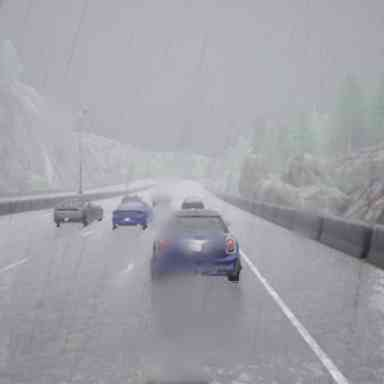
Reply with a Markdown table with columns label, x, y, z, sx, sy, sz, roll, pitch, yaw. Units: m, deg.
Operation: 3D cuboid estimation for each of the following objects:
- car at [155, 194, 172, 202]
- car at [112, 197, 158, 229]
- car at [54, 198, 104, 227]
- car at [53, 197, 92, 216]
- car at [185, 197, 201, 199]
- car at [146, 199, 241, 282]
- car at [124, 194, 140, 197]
| label | x | y | z | sx | sy | sz | roll | pitch | yaw |
| --- | --- | --- | --- | --- | --- | --- | --- | --- | --- |
| car | -3.424 | 1.023 | 37.891 | 1.837 | 1.490 | 4.892 | 0 | 1 | 0 |
| car | -3.412 | 1.275 | 19.973 | 1.882 | 1.535 | 5.008 | 0 | 1 | 0 |
| car | -6.913 | 1.280 | 20.743 | 2.128 | 1.511 | 4.902 | 0 | 1 | 0 |
| car | -10.419 | 1.230 | 29.360 | 1.994 | 1.385 | 4.181 | 0 | 1 | 0 |
| car | 0.082 | 1.155 | 28.639 | 1.882 | 1.535 | 5.008 | 0 | 1 | 0 |
| car | 0.094 | 1.261 | 9.633 | 2.097 | 1.767 | 4.553 | 0 | 1 | 0 |
| car | -6.925 | 0.994 | 38.672 | 2.128 | 1.511 | 4.902 | 0 | 1 | 0 |
